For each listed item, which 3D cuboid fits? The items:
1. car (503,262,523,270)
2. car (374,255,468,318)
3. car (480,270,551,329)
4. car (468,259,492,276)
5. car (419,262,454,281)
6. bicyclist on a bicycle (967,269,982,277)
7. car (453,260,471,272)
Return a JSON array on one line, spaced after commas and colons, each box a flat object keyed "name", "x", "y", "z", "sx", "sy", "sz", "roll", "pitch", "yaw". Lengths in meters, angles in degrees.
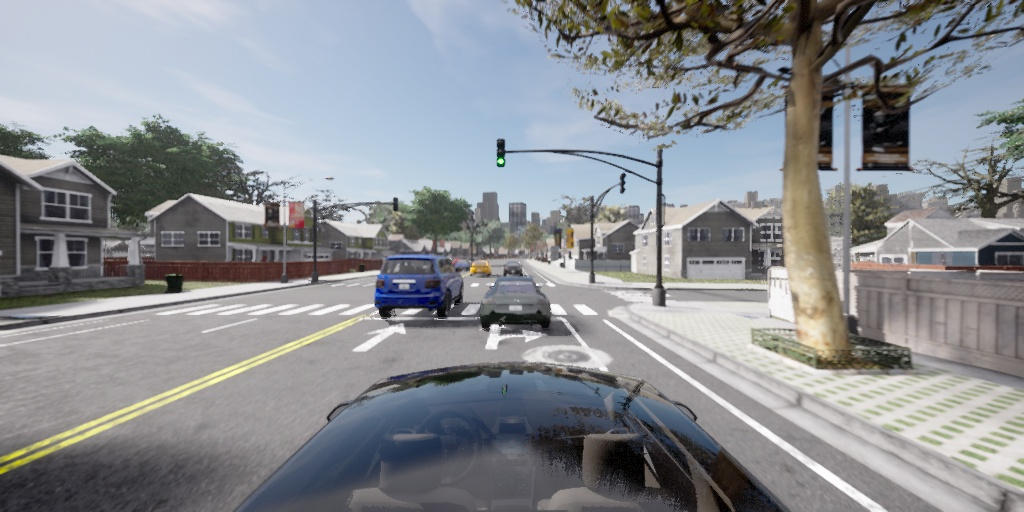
[{"name": "car", "x": 0.097, "y": 1.278, "z": 36.347, "sx": 1.812, "sy": 1.442, "sz": 4.674, "roll": 0, "pitch": 0, "yaw": 0}, {"name": "car", "x": -3.150, "y": 0.978, "z": 13.159, "sx": 2.150, "sy": 2.045, "sz": 5.566, "roll": 0, "pitch": 0, "yaw": 0}, {"name": "car", "x": 0.097, "y": 1.319, "z": 11.308, "sx": 1.994, "sy": 1.385, "sz": 4.181, "roll": 0, "pitch": 0, "yaw": 0}, {"name": "car", "x": -3.152, "y": 1.230, "z": 37.341, "sx": 1.882, "sy": 1.535, "sz": 5.008, "roll": 0, "pitch": 0, "yaw": 0}, {"name": "car", "x": -6.601, "y": 1.302, "z": 32.009, "sx": 2.033, "sy": 1.411, "sz": 5.357, "roll": 0, "pitch": 0, "yaw": 0}, {"name": "bicyclist on a bicycle", "x": 19.640, "y": 1.383, "z": 15.150, "sx": 0.582, "sy": 1.620, "sz": 1.656, "roll": 1, "pitch": 0, "yaw": -1}, {"name": "car", "x": -6.588, "y": 1.271, "z": 47.722, "sx": 1.812, "sy": 1.442, "sz": 4.674, "roll": 0, "pitch": 0, "yaw": 0}]
